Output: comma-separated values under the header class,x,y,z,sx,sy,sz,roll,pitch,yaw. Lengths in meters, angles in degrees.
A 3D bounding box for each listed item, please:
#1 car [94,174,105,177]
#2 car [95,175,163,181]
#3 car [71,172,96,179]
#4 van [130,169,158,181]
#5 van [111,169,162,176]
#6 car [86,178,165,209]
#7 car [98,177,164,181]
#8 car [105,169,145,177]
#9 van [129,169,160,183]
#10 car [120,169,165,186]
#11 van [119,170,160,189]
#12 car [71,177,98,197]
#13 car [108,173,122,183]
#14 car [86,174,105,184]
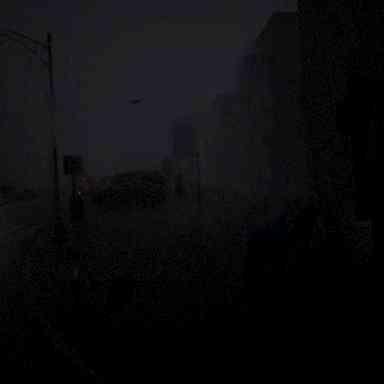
class,x,y,z,sx,sy,sz,roll,pitch,yaw
car,-11.774,-1.500,45.750,1.812,1.442,4.674,-3,5,-6
car,-5.058,-0.328,28.255,5.366,1.575,1.946,-4,6,-26
car,-15.191,-1.682,46.046,2.150,2.045,5.566,-3,5,-6
van,-8.389,-3.012,58.432,4.442,1.987,1.878,-4,6,-26
van,-5.135,-0.815,31.390,4.442,1.987,1.878,-4,5,-26
car,-4.224,0.156,22.307,4.892,1.521,2.231,-4,5,-26
car,-4.551,-0.051,25.325,4.674,1.452,2.002,-4,6,-26
car,-5.600,-1.077,34.333,5.566,2.045,2.435,-4,6,-26
van,-7.507,-2.536,52.510,4.442,1.987,1.878,-4,5,-26
car,-6.909,-2.064,46.434,5.566,2.045,2.435,-4,5,-26
van,-6.357,-1.537,40.331,4.442,1.987,1.878,-4,6,-26
car,-10.163,-0.342,31.523,1.812,1.442,4.674,-3,5,-7
car,-13.152,-2.422,57.122,1.812,1.442,4.674,-3,5,-6
car,-16.341,-2.257,56.423,2.128,1.511,4.902,-3,5,-6
